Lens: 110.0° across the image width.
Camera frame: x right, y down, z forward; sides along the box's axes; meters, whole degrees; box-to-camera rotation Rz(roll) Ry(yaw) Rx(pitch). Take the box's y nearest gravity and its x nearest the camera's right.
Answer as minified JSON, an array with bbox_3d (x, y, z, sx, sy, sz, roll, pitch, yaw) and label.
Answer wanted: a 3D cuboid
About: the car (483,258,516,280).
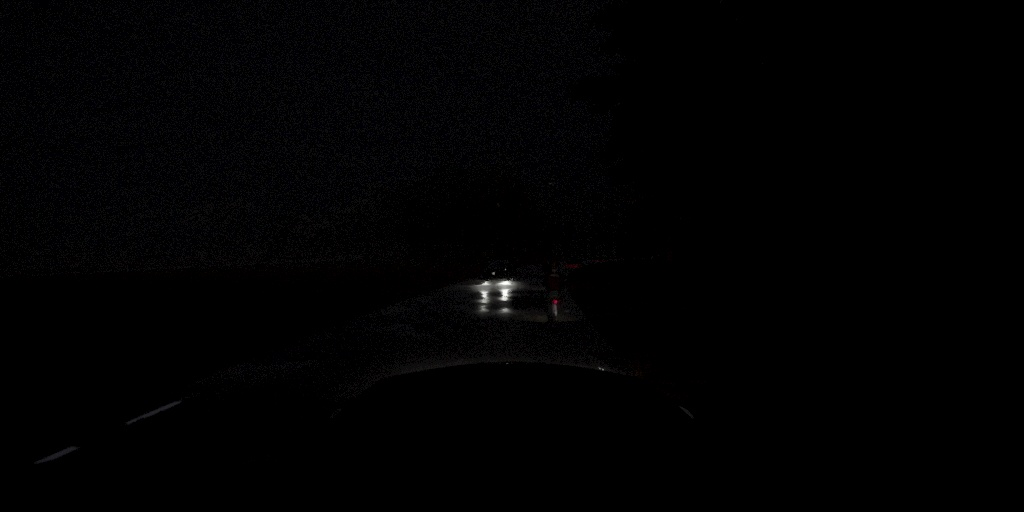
[{"bbox_3d":[-0.887,0.939,27.361,1.837,1.490,4.892,0,1,10],"label":"car"}]

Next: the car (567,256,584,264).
[{"bbox_3d":[10.079,0.610,56.416,1.895,1.301,4.718,0,1,20],"label":"car"}]

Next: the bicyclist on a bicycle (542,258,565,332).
[{"bbox_3d":[1.116,1.039,9.598,0.659,1.776,1.843,0,1,3],"label":"bicyclist on a bicycle"}]
